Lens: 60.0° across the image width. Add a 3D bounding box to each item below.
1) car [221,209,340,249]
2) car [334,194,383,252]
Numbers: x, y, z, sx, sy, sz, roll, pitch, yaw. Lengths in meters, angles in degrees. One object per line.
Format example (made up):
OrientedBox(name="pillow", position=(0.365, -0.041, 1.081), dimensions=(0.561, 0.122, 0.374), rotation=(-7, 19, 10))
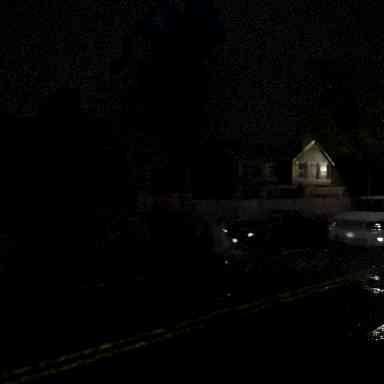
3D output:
OrientedBox(name="car", position=(3.821, 1.464, 14.393), dimensions=(5.357, 1.411, 2.033), rotation=(-1, 0, -35))
OrientedBox(name="car", position=(7.751, 1.119, 13.203), dimensions=(5.566, 2.045, 2.150), rotation=(-1, 0, -35))
